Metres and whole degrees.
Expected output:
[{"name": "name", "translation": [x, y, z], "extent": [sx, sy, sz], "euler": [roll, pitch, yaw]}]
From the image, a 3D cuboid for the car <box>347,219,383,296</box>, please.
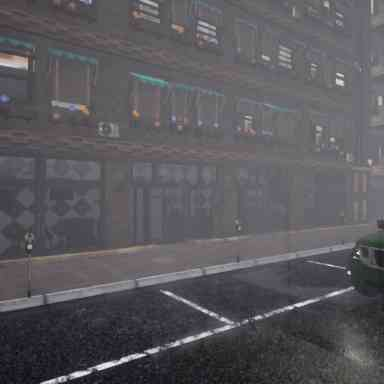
[{"name": "car", "translation": [5.821, 1.222, 7.531], "extent": [5.566, 2.045, 2.150], "euler": [0, 0, -35]}]
